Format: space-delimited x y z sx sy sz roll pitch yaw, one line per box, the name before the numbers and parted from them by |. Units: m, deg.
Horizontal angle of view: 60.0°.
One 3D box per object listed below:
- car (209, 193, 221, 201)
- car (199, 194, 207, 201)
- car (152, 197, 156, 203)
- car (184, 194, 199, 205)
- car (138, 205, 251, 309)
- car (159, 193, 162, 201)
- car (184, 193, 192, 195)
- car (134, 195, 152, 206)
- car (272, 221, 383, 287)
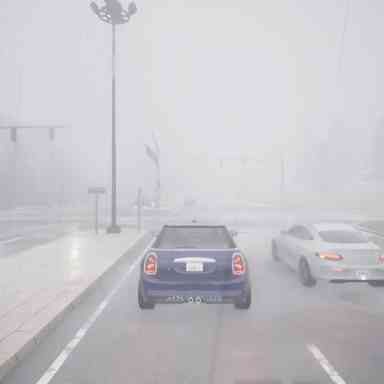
car | 6.228 1.215 85.139 2.150 2.045 5.566 0 0 -1
car | 2.723 1.513 85.405 1.812 1.442 4.674 0 0 -1
car | -8.490 1.563 68.831 1.994 1.385 4.181 0 0 -1
car | -0.244 1.526 54.838 1.812 1.442 4.674 0 0 -1
car | 0.058 1.352 8.018 2.097 1.767 4.553 0 0 0
car | -8.718 1.225 81.919 2.150 2.045 5.566 0 0 -1
car | -0.777 1.489 85.342 1.837 1.490 4.892 0 0 -1
car | -8.343 1.352 55.668 2.097 1.767 4.553 0 0 -1
car | 3.561 1.526 9.222 1.812 1.442 4.674 0 0 0
